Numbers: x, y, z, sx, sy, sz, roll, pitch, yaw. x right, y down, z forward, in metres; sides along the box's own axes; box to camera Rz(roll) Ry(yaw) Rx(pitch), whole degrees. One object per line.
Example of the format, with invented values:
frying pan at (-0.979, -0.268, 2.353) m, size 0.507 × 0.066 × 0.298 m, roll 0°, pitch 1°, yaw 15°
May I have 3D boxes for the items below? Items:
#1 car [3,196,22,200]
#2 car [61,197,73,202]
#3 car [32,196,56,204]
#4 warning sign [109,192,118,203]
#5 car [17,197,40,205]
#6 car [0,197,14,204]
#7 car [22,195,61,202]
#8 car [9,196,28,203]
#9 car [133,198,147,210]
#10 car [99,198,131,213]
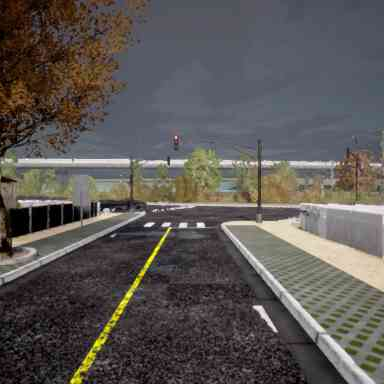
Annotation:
car at (-33.646, 1.796, 62.784) m, size 5.008 × 1.535 × 1.882 m, roll -1°, pitch 2°, yaw 36°
car at (-20.827, 1.560, 53.357) m, size 4.553 × 1.767 × 2.097 m, roll -1°, pitch 2°, yaw 36°
car at (-30.525, 1.625, 68.548) m, size 4.902 × 1.511 × 2.128 m, roll -1°, pitch 2°, yaw 36°
warning sign at (-14.246, 0.995, 60.260) m, size 1.060 × 1.860 × 1.300 m, roll 2°, pitch 1°, yaw 36°
car at (-32.437, 1.740, 65.925) m, size 4.902 × 1.511 × 2.128 m, roll -1°, pitch 2°, yaw 36°
car at (-40.871, 1.734, 72.047) m, size 5.357 × 1.411 × 2.033 m, roll -1°, pitch 2°, yaw 36°
car at (-23.061, 1.538, 50.914) m, size 5.566 × 2.045 × 2.150 m, roll 0°, pitch 2°, yaw 35°
car at (-38.963, 1.585, 74.674) m, size 4.892 × 1.490 × 1.837 m, roll -1°, pitch 2°, yaw 36°
car at (-8.146, 1.575, 44.135) m, size 5.008 × 1.535 × 1.882 m, roll 0°, pitch 2°, yaw 36°
car at (-10.165, 1.685, 41.585) m, size 5.008 × 1.535 × 1.882 m, roll -1°, pitch 2°, yaw 36°
